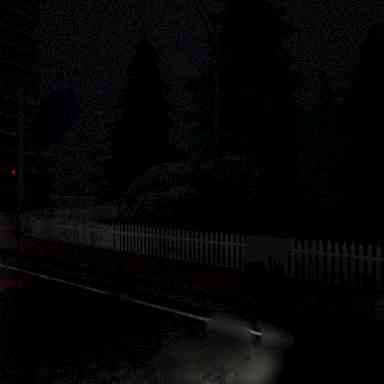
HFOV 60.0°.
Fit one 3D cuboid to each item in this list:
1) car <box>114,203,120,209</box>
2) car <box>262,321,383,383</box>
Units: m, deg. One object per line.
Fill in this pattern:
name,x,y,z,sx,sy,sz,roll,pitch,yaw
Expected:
car,-7.449,1.491,39.094,2.033,1.411,5.357,0,0,12
car,3.059,1.547,1.808,5.357,1.411,2.033,0,0,36
